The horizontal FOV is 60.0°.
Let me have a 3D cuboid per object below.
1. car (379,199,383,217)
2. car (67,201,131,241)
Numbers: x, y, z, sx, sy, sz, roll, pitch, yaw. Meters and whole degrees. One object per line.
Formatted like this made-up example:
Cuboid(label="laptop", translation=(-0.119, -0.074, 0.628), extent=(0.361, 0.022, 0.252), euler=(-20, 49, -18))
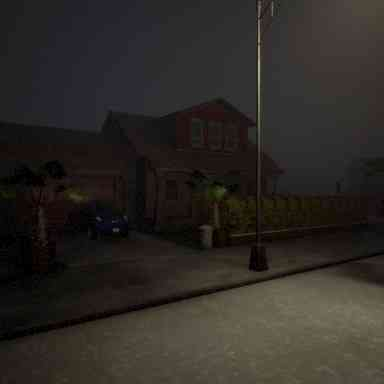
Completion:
Cuboid(label="car", translation=(16.084, 1.222, 23.201), extent=(2.150, 2.045, 5.566), euler=(0, 0, -29))
Cuboid(label="car", translation=(-4.112, 1.174, 14.537), extent=(1.845, 1.501, 3.633), euler=(0, 0, -38))
